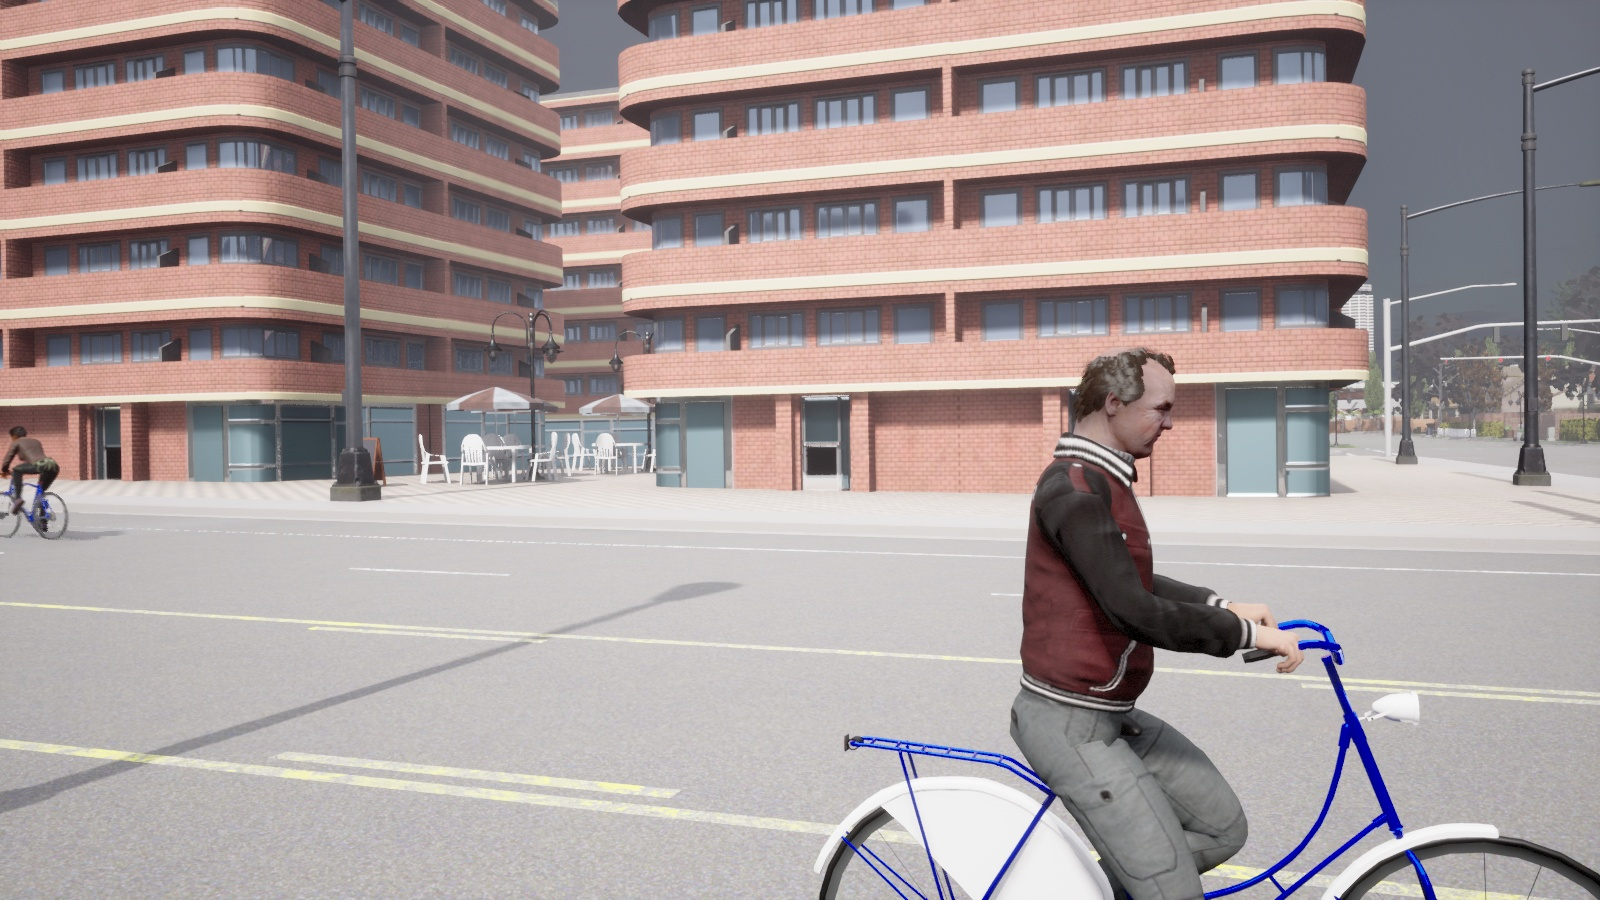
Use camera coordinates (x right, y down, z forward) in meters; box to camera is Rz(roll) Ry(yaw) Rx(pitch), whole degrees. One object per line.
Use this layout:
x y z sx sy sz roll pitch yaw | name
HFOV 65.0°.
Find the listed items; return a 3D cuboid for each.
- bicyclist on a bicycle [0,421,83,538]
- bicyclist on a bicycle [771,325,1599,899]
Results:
-11.114 0.399 17.949 1.656 1.620 0.582 1 1 22 | bicyclist on a bicycle
0.914 0.654 2.814 1.843 1.776 0.659 0 1 18 | bicyclist on a bicycle
